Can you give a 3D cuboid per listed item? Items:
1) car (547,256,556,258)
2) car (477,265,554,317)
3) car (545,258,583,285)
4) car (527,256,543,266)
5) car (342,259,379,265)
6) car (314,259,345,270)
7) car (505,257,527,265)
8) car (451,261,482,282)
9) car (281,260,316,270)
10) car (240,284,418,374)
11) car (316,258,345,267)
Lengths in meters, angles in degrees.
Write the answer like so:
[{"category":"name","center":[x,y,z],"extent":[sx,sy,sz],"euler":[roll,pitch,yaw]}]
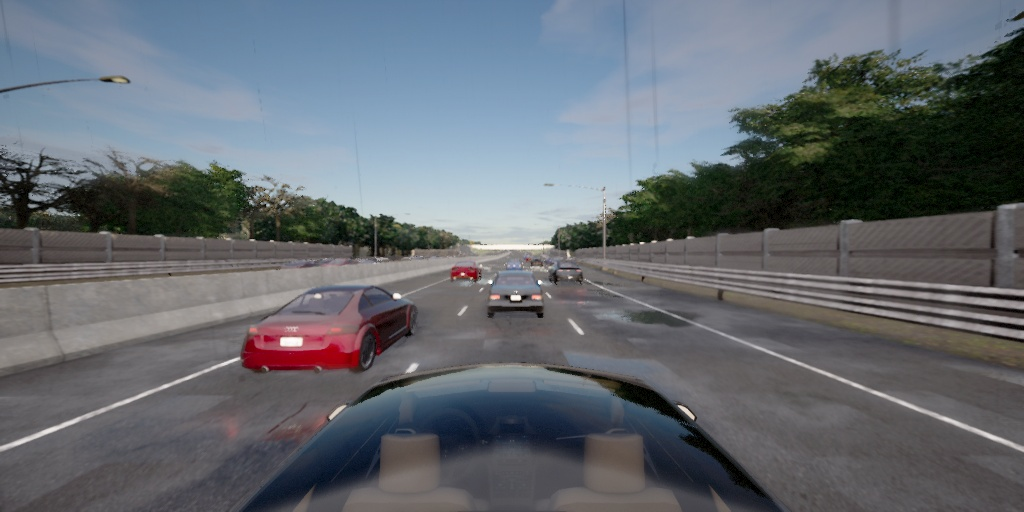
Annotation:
[{"category":"car","center":[7.196,0.982,58.156],"extent":[2.033,1.411,5.357],"euler":[0,0,3]},{"category":"car","center":[0.116,1.229,12.812],"extent":[2.033,1.411,5.357],"euler":[0,0,0]},{"category":"car","center":[3.559,1.102,24.303],"extent":[2.128,1.511,4.902],"euler":[0,0,0]},{"category":"car","center":[3.828,0.932,57.037],"extent":[1.837,1.490,4.892],"euler":[0,0,1]},{"category":"car","center":[-13.973,1.096,34.872],"extent":[2.033,1.411,5.357],"euler":[0,0,0]},{"category":"car","center":[-23.633,1.047,46.625],"extent":[1.994,1.385,4.181],"euler":[0,0,-3]},{"category":"car","center":[0.260,1.069,39.852],"extent":[2.033,1.411,5.357],"euler":[0,0,0]},{"category":"car","center":[-3.326,1.075,26.820],"extent":[1.882,1.535,5.008],"euler":[0,0,0]},{"category":"car","center":[-20.961,1.107,35.655],"extent":[1.994,1.385,4.181],"euler":[0,0,1]},{"category":"car","center":[-3.392,1.278,7.524],"extent":[1.994,1.385,4.181],"euler":[0,0,0]},{"category":"car","center":[-17.456,1.016,36.560],"extent":[1.882,1.535,5.008],"euler":[0,0,1]}]
